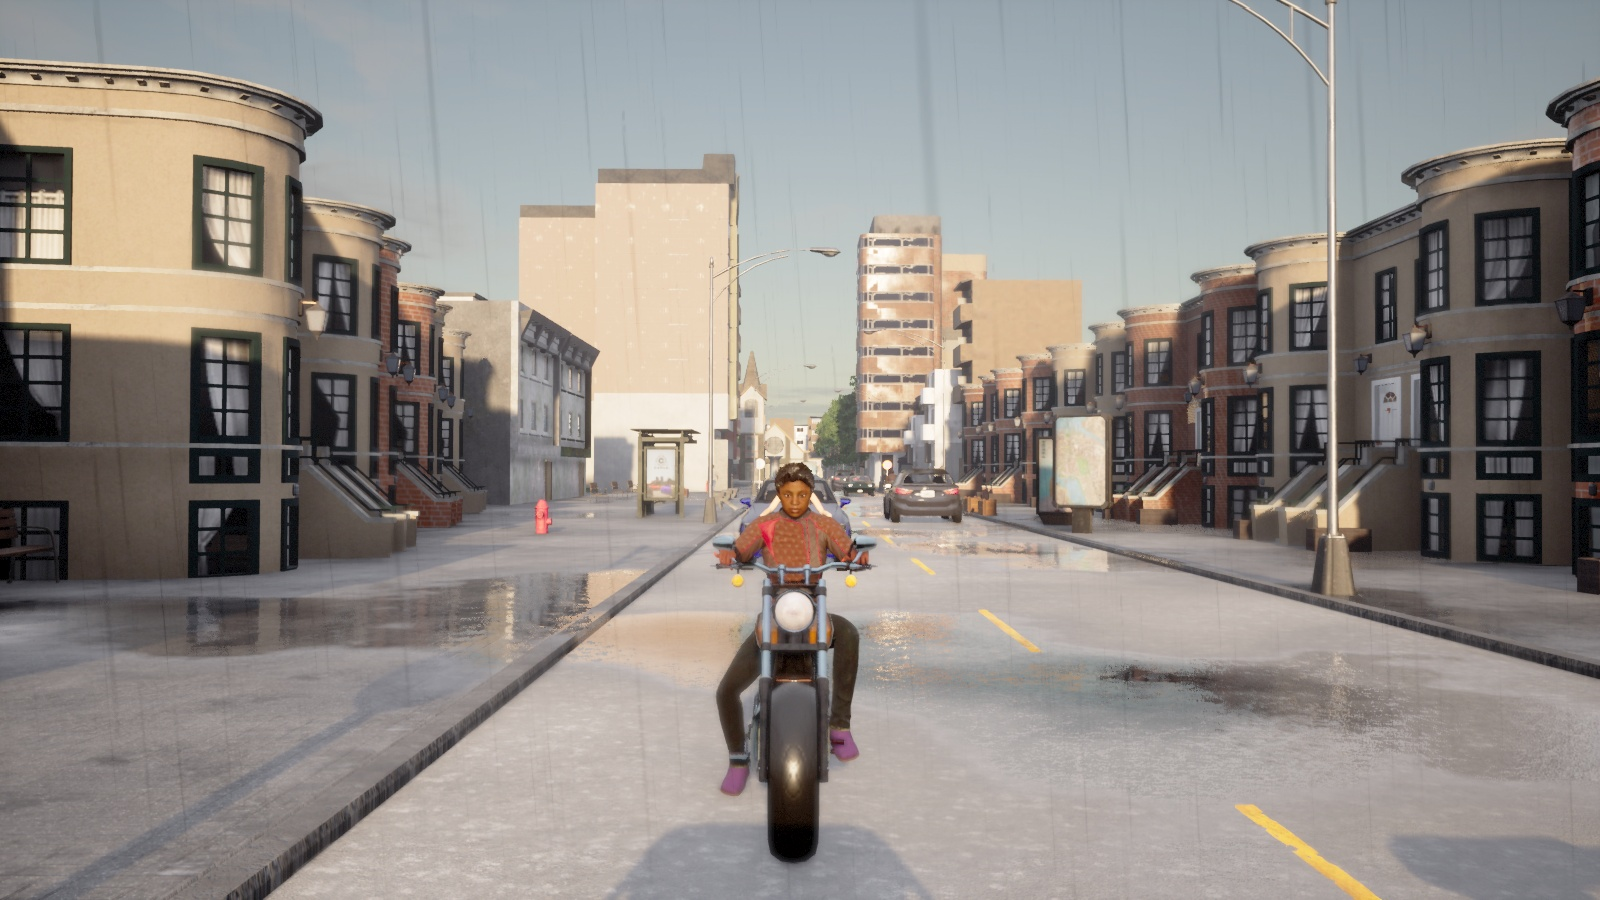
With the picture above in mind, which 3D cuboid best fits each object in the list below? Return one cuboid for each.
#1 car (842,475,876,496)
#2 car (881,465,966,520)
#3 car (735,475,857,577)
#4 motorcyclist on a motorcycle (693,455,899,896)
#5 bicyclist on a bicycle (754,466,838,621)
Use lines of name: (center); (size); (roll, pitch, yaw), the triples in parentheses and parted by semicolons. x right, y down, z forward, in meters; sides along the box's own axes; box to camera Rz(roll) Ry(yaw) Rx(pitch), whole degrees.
car: (3.718, 2.233, 79.590); (1.895, 1.301, 4.718); (0, -1, 0)
car: (3.870, 1.316, 40.162); (2.242, 1.667, 4.611); (0, -1, 0)
car: (-0.068, 1.177, 20.809); (1.816, 1.474, 4.193); (0, -1, 0)
motorcyclist on a motorcycle: (-0.021, 0.864, 5.898); (0.766, 1.649, 2.350); (0, -1, 0)
bicyclist on a bicycle: (-0.040, 0.983, 13.813); (0.866, 1.612, 1.509); (0, -1, 0)
